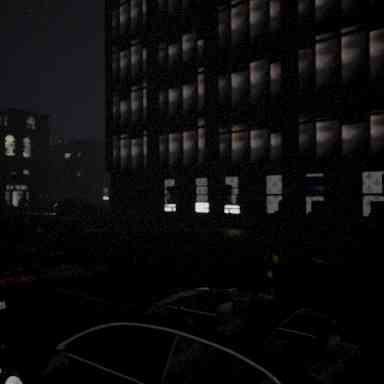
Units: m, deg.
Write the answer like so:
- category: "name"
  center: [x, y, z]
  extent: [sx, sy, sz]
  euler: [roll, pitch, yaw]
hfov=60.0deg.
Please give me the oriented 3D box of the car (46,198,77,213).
- category: "car"
  center: [-15.421, 1.563, 40.746]
  extent: [2.097, 1.767, 4.553]
  euler: [-1, -1, 37]

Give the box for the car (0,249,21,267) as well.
- category: "car"
  center: [-4.665, 1.560, 6.206]
  extent: [4.507, 1.381, 1.887]
  euler: [0, 0, 36]

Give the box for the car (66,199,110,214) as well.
- category: "car"
  center: [-11.226, 1.745, 36.622]
  extent: [1.802, 1.307, 4.206]
  euler: [-1, -1, 36]

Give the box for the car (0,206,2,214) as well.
- category: "car"
  center: [-21.206, 1.728, 32.888]
  extent: [1.994, 1.385, 4.181]
  euler: [-1, -1, 36]

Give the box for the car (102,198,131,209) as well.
- category: "car"
  center: [-11.436, 1.722, 50.528]
  extent: [1.967, 1.590, 4.097]
  euler: [-1, -1, 36]

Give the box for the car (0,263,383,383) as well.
- category: "car"
  center: [-0.031, 1.554, 2.901]
  extent: [4.403, 1.369, 2.008]
  euler: [0, 0, 36]
